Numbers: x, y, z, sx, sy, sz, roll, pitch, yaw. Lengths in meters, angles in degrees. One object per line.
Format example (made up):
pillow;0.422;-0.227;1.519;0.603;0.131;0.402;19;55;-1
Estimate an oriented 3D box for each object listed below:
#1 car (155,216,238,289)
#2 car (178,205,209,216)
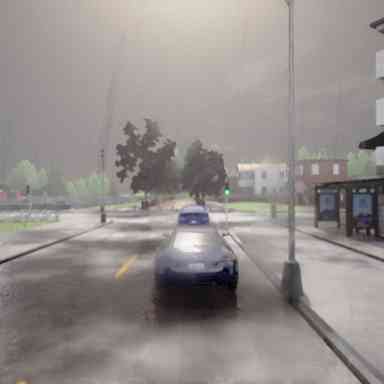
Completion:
car;0.100;1.605;9.301;1.994;1.385;4.181;0;0;0
car;0.106;1.571;21.447;1.882;1.535;5.008;0;0;0
